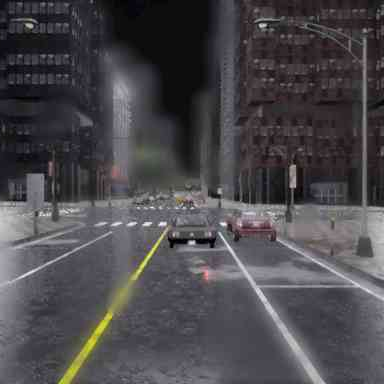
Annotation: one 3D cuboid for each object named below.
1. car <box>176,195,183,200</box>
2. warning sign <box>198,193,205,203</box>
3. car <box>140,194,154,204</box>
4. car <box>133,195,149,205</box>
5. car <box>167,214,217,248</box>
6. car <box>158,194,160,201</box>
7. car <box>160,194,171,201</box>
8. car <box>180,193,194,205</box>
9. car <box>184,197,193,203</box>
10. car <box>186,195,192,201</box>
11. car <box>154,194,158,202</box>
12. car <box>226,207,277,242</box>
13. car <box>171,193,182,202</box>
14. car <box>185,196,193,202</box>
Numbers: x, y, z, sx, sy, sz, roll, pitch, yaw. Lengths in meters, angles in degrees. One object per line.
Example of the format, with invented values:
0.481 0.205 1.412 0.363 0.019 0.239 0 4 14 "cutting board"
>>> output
-3.584 1.535 94.238 1.882 1.535 5.008 0 0 0 "car"
1.690 1.130 61.348 1.300 1.860 1.060 0 0 0 "warning sign"
-9.157 1.334 63.039 2.192 1.841 5.009 0 0 0 "car"
-9.123 1.573 57.613 1.947 1.339 4.313 0 0 0 "car"
0.000 1.617 14.680 1.895 1.301 4.718 0 0 0 "car"
-9.325 1.667 90.168 1.802 1.307 4.206 0 0 0 "car"
-6.528 1.515 85.045 1.837 1.490 4.892 0 0 0 "car"
-0.598 1.447 57.663 1.967 1.590 4.097 0 0 0 "car"
-0.665 1.613 68.512 1.802 1.307 4.206 0 0 0 "car"
-0.801 1.611 90.382 1.752 1.417 4.829 0 0 0 "car"
-9.223 1.569 73.720 1.752 1.417 4.829 0 0 0 "car"
2.762 1.439 16.269 1.967 1.590 4.097 0 0 0 "car"
-3.497 1.504 80.073 1.882 1.535 5.008 0 0 0 "car"
-0.733 1.602 79.362 1.887 1.381 4.507 0 0 0 "car"
